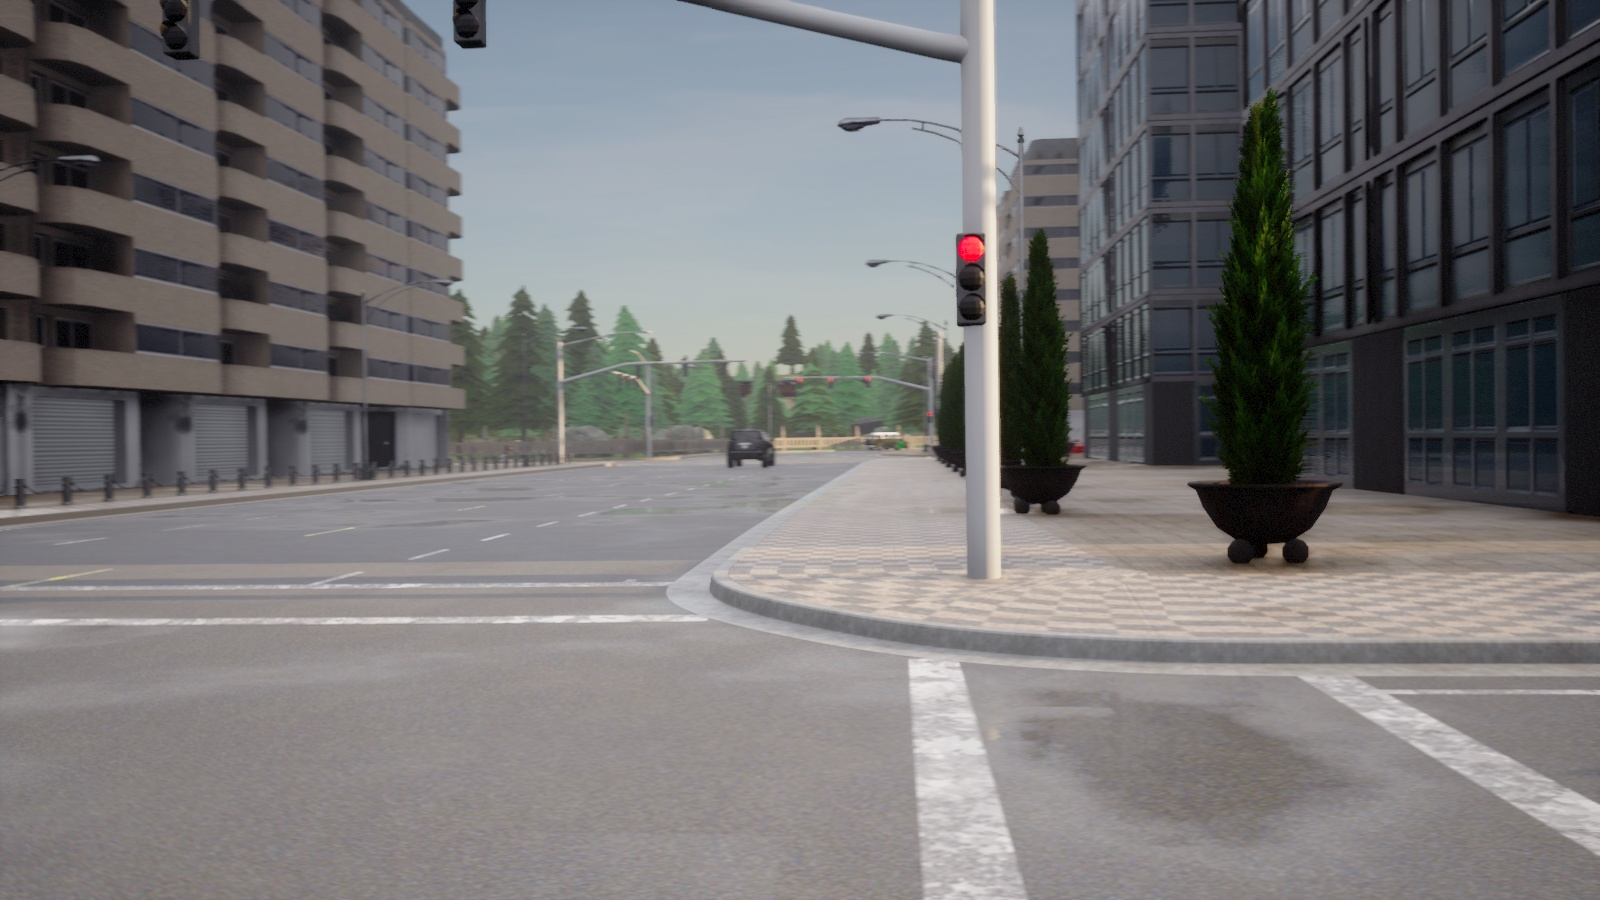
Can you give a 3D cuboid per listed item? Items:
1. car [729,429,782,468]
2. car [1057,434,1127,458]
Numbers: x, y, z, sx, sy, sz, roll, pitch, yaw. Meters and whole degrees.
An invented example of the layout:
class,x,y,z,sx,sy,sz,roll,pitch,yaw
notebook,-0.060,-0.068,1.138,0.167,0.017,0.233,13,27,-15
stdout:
class,x,y,z,sx,sy,sz,roll,pitch,yaw
car,-2.348,-0.114,68.046,2.150,2.045,5.566,0,1,5
car,20.872,-0.293,89.957,4.611,1.667,2.242,0,1,5
